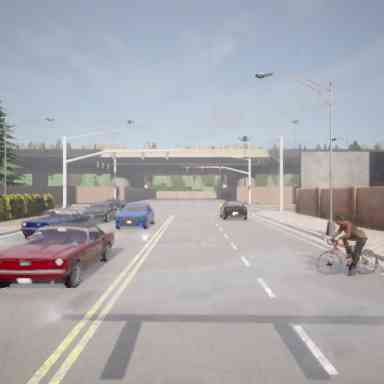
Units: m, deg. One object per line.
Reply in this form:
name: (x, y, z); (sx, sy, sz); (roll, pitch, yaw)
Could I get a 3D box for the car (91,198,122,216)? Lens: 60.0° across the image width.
car: (-7.046, 1.504, 25.885); (1.837, 1.490, 4.892); (0, 0, 0)

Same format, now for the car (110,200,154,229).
car: (-3.594, 1.477, 21.597); (1.882, 1.535, 5.008); (0, 0, 0)

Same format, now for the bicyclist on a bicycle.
bicyclist on a bicycle: (4.141, 1.438, 8.910); (1.656, 1.620, 0.582); (-2, 0, 0)

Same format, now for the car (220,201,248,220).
car: (3.449, 1.476, 28.108); (1.882, 1.535, 5.008); (0, 0, 0)

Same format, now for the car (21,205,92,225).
car: (-7.108, 1.600, 17.658); (1.895, 1.301, 4.718); (0, 0, 0)

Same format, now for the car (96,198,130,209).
car: (-10.814, 1.532, 45.724); (4.181, 1.385, 1.994); (0, 0, 18)

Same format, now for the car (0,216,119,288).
car: (-3.605, 1.601, 9.350); (1.895, 1.301, 4.718); (0, 0, 0)
